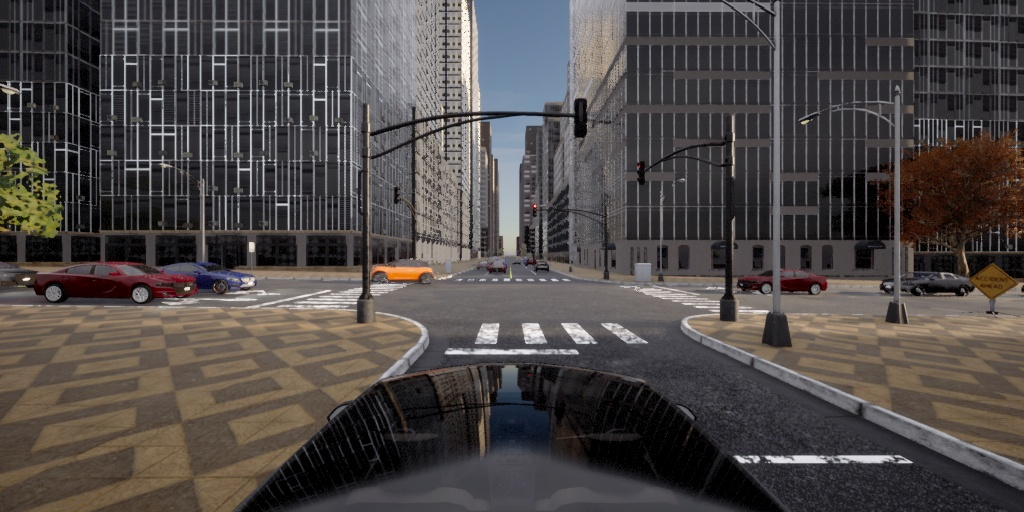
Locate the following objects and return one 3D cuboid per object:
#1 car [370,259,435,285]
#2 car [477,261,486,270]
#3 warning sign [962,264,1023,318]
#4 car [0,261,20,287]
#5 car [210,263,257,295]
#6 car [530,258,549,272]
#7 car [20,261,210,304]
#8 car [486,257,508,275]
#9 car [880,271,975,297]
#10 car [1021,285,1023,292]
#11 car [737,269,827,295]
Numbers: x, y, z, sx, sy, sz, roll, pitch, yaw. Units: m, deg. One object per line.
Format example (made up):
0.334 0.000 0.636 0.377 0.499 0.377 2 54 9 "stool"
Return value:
-7.705 1.012 24.798 4.553 1.767 2.097 3 -1 -23 "car"
-4.149 1.342 52.125 1.802 1.307 4.207 0 0 0 "car"
17.251 1.204 12.883 1.060 1.860 1.300 0 0 -3 "warning sign"
-24.912 0.882 16.833 4.181 1.385 1.994 1 0 -3 "car"
-14.986 1.026 17.316 4.674 1.442 1.812 1 0 -1 "car"
3.818 1.329 46.652 1.948 1.339 4.313 0 0 0 "car"
-15.295 0.973 14.044 5.008 1.535 1.882 1 0 -2 "car"
-1.602 1.244 40.381 1.882 1.535 5.008 0 0 -1 "car"
26.276 1.740 22.785 4.902 1.511 2.128 1 0 -3 "car"
36.267 1.932 23.263 4.892 1.490 1.837 1 0 -3 "car"
16.706 1.554 22.317 5.008 1.535 1.882 1 0 -3 "car"
